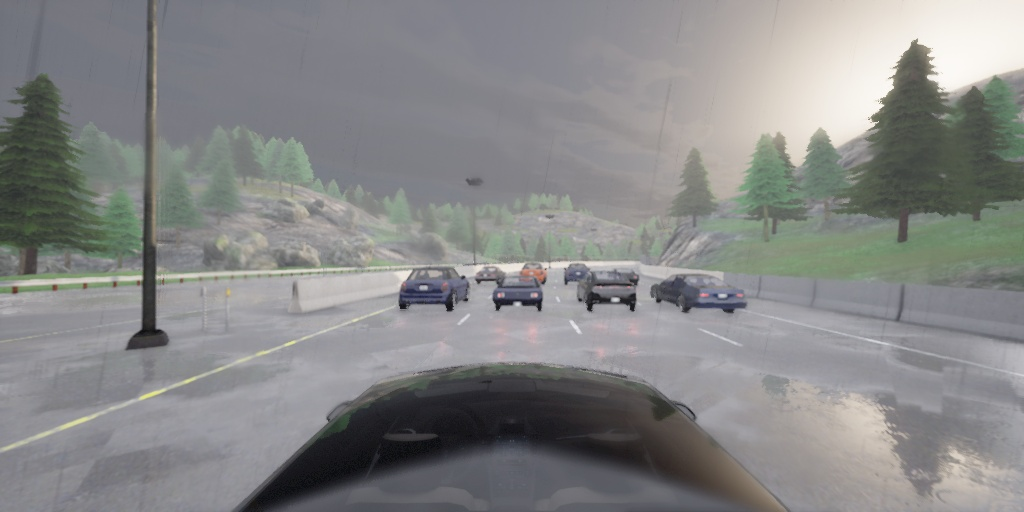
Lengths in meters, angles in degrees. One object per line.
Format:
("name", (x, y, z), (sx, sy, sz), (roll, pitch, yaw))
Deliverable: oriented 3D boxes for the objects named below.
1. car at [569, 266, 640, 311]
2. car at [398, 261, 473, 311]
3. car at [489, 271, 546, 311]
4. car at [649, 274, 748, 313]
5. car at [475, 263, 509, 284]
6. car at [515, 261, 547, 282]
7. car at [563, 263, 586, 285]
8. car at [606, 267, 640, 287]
("car", (3.860, 1.373, 15.215), (2.128, 1.511, 4.902), (0, 0, 4))
("car", (-3.143, 1.227, 15.445), (2.097, 1.767, 4.553), (0, -1, 4))
("car", (0.350, 1.479, 15.253), (1.895, 1.301, 4.718), (0, -1, 4))
("car", (7.327, 1.426, 14.703), (2.033, 1.411, 5.357), (0, -1, 4))
("car", (-1.695, 1.562, 29.877), (2.033, 1.411, 5.357), (0, -1, 8))
("car", (1.789, 1.364, 29.493), (2.097, 1.767, 4.553), (0, -1, 8))
("car", (5.256, 1.362, 29.015), (2.097, 1.767, 4.553), (0, -1, 8))
("car", (8.724, 1.611, 28.559), (1.895, 1.301, 4.718), (0, -1, 8))
